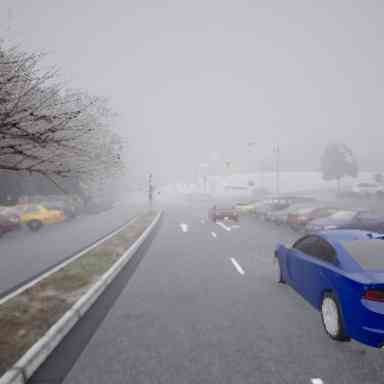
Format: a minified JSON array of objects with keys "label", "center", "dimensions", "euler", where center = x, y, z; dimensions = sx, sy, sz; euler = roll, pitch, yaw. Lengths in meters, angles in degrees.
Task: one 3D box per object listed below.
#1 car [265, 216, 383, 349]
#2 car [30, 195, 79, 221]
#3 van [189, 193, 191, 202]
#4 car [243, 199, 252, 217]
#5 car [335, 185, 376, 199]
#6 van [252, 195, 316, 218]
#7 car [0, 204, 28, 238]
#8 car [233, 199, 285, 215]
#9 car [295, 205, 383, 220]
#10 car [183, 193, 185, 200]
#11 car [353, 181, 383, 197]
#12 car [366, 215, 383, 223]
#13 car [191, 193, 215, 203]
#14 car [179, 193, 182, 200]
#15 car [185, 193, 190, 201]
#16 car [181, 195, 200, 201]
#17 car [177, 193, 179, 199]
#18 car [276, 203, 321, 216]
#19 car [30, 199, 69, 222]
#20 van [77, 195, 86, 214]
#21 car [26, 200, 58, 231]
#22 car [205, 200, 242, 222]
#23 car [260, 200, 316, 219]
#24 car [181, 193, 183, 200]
[{"label":"car","center":[3.015,1.473,6.492],"dimensions":[1.882,1.535,5.008],"euler":[0,0,-1]},{"label":"car","center":[-11.212,1.379,25.073],"dimensions":[4.553,1.767,2.185],"euler":[-1,0,-23]},{"label":"van","center":[2.331,1.409,74.237],"dimensions":[4.442,1.987,1.878],"euler":[0,0,-29]},{"label":"car","center":[6.983,1.334,27.651],"dimensions":[4.553,1.767,2.185],"euler":[1,0,-24]},{"label":"car","center":[21.785,0.177,45.336],"dimensions":[2.002,1.452,4.674],"euler":[-7,4,-29]},{"label":"van","center":[7.011,1.234,24.575],"dimensions":[4.442,1.987,1.878],"euler":[1,0,-23]},{"label":"car","center":[-10.829,1.545,16.186],"dimensions":[4.674,1.452,2.002],"euler":[-1,0,-22]},{"label":"car","center":[6.757,1.491,33.637],"dimensions":[4.792,1.488,2.163],"euler":[1,0,-24]},{"label":"car","center":[7.494,1.508,15.568],"dimensions":[4.674,1.452,2.002],"euler":[1,0,-22]},{"label":"car","center":[1.541,1.373,80.261],"dimensions":[5.566,2.045,2.435],"euler":[0,0,-29]},{"label":"car","center":[24.748,-0.401,45.757],"dimensions":[2.435,2.045,5.566],"euler":[-7,4,-28]},{"label":"car","center":[7.651,1.512,9.533],"dimensions":[4.674,1.452,2.002],"euler":[1,0,-21]},{"label":"car","center":[2.834,1.516,71.302],"dimensions":[4.553,1.767,2.185],"euler":[0,0,-28]},{"label":"car","center":[0.122,1.356,89.162],"dimensions":[5.566,2.045,2.435],"euler":[0,0,-29]},{"label":"car","center":[1.957,1.378,77.252],"dimensions":[5.566,2.045,2.435],"euler":[1,0,-29]},{"label":"car","center":[-0.360,1.632,92.127],"dimensions":[4.792,1.488,2.163],"euler":[1,0,-29]},{"label":"car","center":[-0.855,1.600,95.070],"dimensions":[4.892,1.521,2.231],"euler":[1,0,-29]},{"label":"car","center":[7.379,1.505,18.590],"dimensions":[4.674,1.452,2.002],"euler":[1,0,-22]},{"label":"car","center":[-11.260,1.505,22.032],"dimensions":[5.366,1.575,1.946],"euler":[-1,0,-23]},{"label":"van","center":[-11.312,1.278,28.065],"dimensions":[4.442,1.987,1.878],"euler":[-1,0,-23]},{"label":"car","center":[-10.784,1.500,19.220],"dimensions":[5.366,1.575,1.946],"euler":[-1,0,-22]},{"label":"car","center":[2.339,1.587,25.982],"dimensions":[1.895,1.301,4.718],"euler":[0,0,-3]},{"label":"car","center":[7.265,1.465,21.607],"dimensions":[4.892,1.521,2.231],"euler":[1,0,-23]},{"label":"car","center":[0.735,1.611,86.273],"dimensions":[5.366,1.575,1.946],"euler":[0,0,-29]}]
